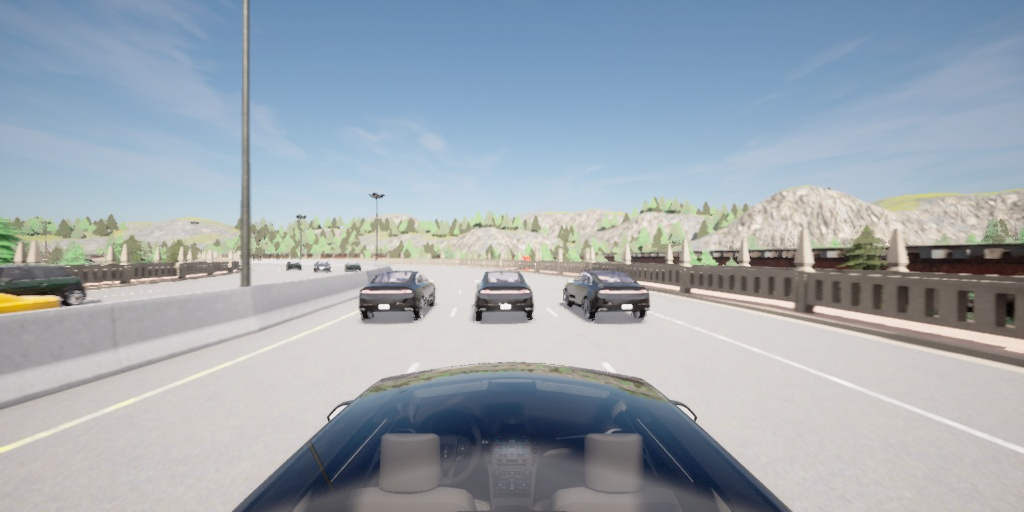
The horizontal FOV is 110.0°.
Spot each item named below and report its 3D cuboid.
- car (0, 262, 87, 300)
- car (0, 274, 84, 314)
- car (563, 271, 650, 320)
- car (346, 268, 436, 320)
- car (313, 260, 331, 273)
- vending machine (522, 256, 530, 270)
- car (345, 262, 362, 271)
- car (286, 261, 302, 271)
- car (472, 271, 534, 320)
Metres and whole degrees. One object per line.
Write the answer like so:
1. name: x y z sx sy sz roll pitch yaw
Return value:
1. car: -18.105 1.118 12.464 2.097 1.767 4.553 0 0 -6
2. car: -10.720 1.233 5.672 1.882 1.535 5.008 0 0 -2
3. car: 3.138 1.258 12.758 2.128 1.511 4.902 0 0 -4
4. car: -3.874 1.258 12.770 2.128 1.511 4.902 0 0 -4
5. car: -23.672 1.308 44.880 2.128 1.511 4.902 0 0 -26
6. vending machine: 1.966 1.017 50.434 1.100 2.100 0.880 0 0 -23
7. car: -21.081 1.420 47.590 1.895 1.301 4.718 0 0 -27
8. car: -31.922 1.427 52.521 1.895 1.301 4.718 0 0 -32
9. car: -0.362 1.258 12.762 2.128 1.511 4.902 0 0 -4
